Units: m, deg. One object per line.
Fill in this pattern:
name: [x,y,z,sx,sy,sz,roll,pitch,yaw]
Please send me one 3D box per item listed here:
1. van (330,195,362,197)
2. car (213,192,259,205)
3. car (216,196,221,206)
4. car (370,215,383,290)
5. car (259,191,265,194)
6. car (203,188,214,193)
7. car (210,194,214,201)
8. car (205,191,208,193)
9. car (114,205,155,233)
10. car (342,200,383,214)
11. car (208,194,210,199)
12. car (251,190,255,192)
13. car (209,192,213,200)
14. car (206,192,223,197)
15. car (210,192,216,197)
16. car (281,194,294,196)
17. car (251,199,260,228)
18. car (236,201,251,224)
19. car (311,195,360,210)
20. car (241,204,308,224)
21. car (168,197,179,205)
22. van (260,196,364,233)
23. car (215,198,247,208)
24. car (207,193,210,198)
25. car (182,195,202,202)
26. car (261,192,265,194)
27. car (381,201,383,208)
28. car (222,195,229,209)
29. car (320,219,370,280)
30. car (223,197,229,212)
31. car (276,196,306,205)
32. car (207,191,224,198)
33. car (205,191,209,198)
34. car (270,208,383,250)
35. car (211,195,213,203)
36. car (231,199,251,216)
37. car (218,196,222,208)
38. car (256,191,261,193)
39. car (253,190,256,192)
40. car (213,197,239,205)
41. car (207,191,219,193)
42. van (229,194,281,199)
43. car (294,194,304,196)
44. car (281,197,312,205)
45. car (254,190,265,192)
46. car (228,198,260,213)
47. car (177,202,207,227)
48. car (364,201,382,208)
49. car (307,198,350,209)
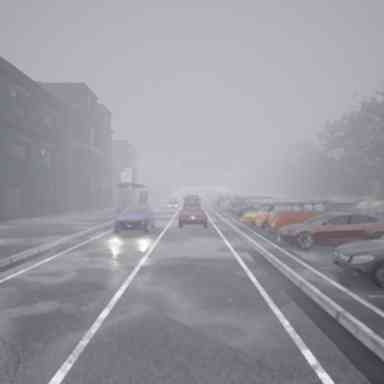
van: [19.197,1.430,42.157,4.442,1.987,1.878,0,0,0]
car: [6.274,1.417,47.717,5.566,2.045,2.435,0,0,0]
car: [6.234,1.662,44.933,5.008,1.535,2.097,0,0,0]
car: [6.119,1.423,5.968,4.553,1.767,2.185,0,0,0]
car: [19.373,1.255,81.311,4.792,1.488,2.163,0,2,0]
car: [6.363,0.780,86.714,5.566,2.045,2.435,0,2,0]
car: [6.265,1.655,58.862,5.008,1.535,2.097,0,0,0]
car: [6.322,1.138,83.937,4.892,1.521,2.231,0,2,0]
car: [-3.379,1.559,20.277,1.882,1.535,5.008,0,0,0]
car: [19.303,1.684,36.587,4.674,1.452,2.002,0,0,0]
car: [6.326,1.542,70.006,4.792,1.488,2.163,0,1,0]
car: [19.430,0.821,92.459,4.674,1.452,2.002,0,3,0]
car: [6.321,1.436,67.216,4.553,1.767,2.185,0,1,0]
car: [6.383,0.689,95.077,4.792,1.488,2.163,0,3,0]
car: [6.315,1.475,64.437,4.553,1.767,2.185,0,1,0]
car: [19.380,1.401,59.000,5.566,2.045,2.435,0,0,0]
car: [6.151,1.473,19.884,4.553,1.767,2.185,0,0,0]
car: [6.003,1.604,22.667,5.366,1.575,1.946,0,0,0]
car: [19.291,1.410,44.942,5.566,2.045,2.435,0,0,0]
car: [6.198,1.656,25.450,4.674,1.452,2.002,0,0,0]
car: [-3.480,1.622,62.186,2.033,1.411,5.357,0,1,0]
van: [6.059,1.364,17.164,4.442,1.987,1.878,0,0,0]
car: [6.229,1.705,53.285,4.792,1.488,2.163,0,0,0]
car: [6.274,1.485,72.793,4.792,1.488,2.163,0,1,0]
car: [0.004,1.351,41.060,2.150,2.045,5.566,0,-1,0]
car: [19.391,1.309,78.520,5.008,1.535,2.097,0,2,0]
car: [19.310,1.652,28.234,4.792,1.488,2.163,0,0,0]
car: [6.196,1.525,39.492,4.553,1.767,2.185,0,0,0]
car: [6.160,1.599,8.750,4.674,1.452,2.002,0,0,0]
car: [6.227,1.646,36.584,4.892,1.521,2.231,0,0,0]
car: [19.179,1.594,64.581,5.366,1.575,1.946,0,1,0]
car: [6.379,0.666,92.287,4.553,1.767,2.185,0,3,0]
car: [6.293,1.263,81.161,4.792,1.488,2.163,0,2,0]
car: [6.140,1.609,14.316,4.792,1.488,2.163,0,0,0]
car: [6.260,1.669,56.073,5.008,1.535,2.097,0,0,0]
car: [6.196,1.623,28.234,5.008,1.535,2.097,0,0,0]
car: [6.419,1.654,42.150,5.366,1.575,1.946,0,0,0]
car: [19.594,1.131,83.964,5.366,1.575,1.946,0,2,0]
car: [19.450,0.941,89.549,4.792,1.488,2.163,0,3,0]
car: [6.280,1.672,61.651,4.674,1.452,2.002,0,0,0]
car: [6.278,1.265,75.577,4.553,1.767,2.185,0,1,0]
van: [6.331,1.412,33.800,4.442,1.987,1.878,0,0,0]
car: [19.370,1.549,53.420,4.553,1.767,2.185,0,0,0]
car: [19.363,1.629,61.791,5.008,1.535,2.097,0,1,0]
car: [19.600,1.025,86.757,5.366,1.575,1.946,0,2,0]
car: [6.213,1.630,31.017,5.008,1.535,2.097,0,0,0]
car: [0.062,1.656,23.718,1.994,1.385,4.181,0,0,0]
car: [19.294,1.631,31.017,4.892,1.521,2.231,0,0,0]
car: [19.511,1.665,47.726,5.366,1.575,1.946,0,0,0]
